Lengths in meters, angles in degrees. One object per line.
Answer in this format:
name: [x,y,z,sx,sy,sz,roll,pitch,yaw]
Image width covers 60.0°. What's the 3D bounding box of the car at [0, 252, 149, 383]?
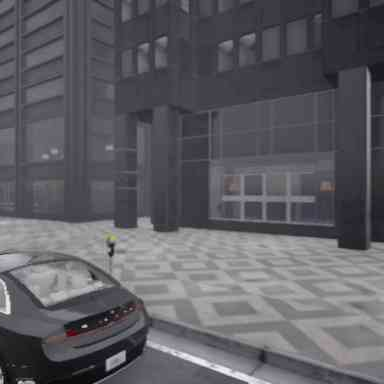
car: [-2.585,1.556,4.806,4.403,1.369,2.008,0,0,35]
